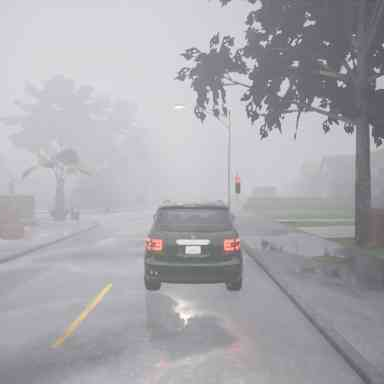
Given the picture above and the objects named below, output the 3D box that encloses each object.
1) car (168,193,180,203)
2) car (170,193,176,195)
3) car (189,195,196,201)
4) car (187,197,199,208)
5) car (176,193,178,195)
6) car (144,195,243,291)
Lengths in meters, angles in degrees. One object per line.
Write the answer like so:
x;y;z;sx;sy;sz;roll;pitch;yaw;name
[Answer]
-3.922;1.225;73.325;2.150;2.045;5.566;0;0;0;car
-4.036;1.352;52.410;2.097;1.767;4.553;0;0;0;car
0.091;1.500;85.534;1.837;1.490;4.892;0;0;0;car
0.164;1.525;49.846;1.812;1.442;4.674;0;0;0;car
-3.992;1.491;62.812;2.128;1.511;4.902;0;0;0;car
0.047;1.221;9.170;2.150;2.045;5.566;0;0;1;car
